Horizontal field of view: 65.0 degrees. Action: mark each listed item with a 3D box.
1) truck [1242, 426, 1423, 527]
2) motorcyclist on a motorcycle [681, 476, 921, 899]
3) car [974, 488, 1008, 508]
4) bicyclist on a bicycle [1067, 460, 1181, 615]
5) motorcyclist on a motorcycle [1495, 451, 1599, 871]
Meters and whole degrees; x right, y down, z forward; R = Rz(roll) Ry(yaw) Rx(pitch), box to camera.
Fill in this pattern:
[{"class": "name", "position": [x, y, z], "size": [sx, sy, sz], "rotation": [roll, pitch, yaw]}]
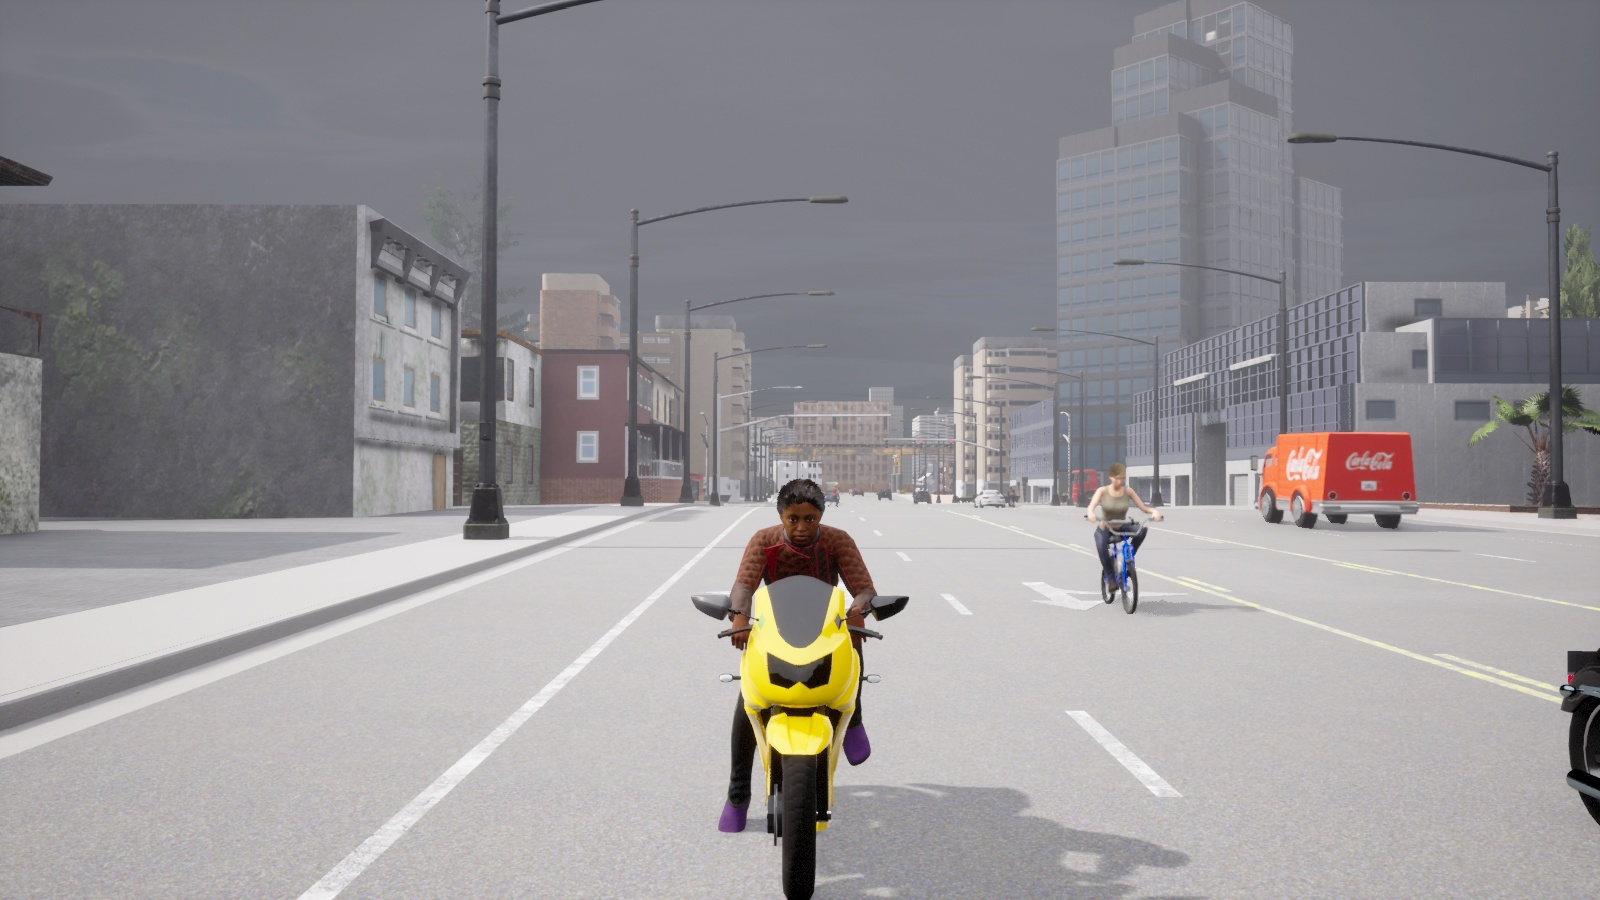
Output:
[{"class": "truck", "position": [14.060, 0.683, 33.609], "size": [2.627, 2.467, 5.204], "rotation": [0, -1, 0]}, {"class": "motorcyclist on a motorcycle", "position": [0.010, 0.876, 5.219], "size": [0.797, 1.523, 2.044], "rotation": [0, -1, 0]}, {"class": "car", "position": [14.162, 3.577, 93.469], "size": [1.812, 1.442, 4.674], "rotation": [0, -2, 0]}, {"class": "bicyclist on a bicycle", "position": [3.537, 0.921, 13.835], "size": [0.866, 1.612, 1.509], "rotation": [0, 0, 0]}, {"class": "motorcyclist on a motorcycle", "position": [3.517, 0.821, 4.476], "size": [0.766, 1.649, 2.350], "rotation": [0, -1, 0]}]
